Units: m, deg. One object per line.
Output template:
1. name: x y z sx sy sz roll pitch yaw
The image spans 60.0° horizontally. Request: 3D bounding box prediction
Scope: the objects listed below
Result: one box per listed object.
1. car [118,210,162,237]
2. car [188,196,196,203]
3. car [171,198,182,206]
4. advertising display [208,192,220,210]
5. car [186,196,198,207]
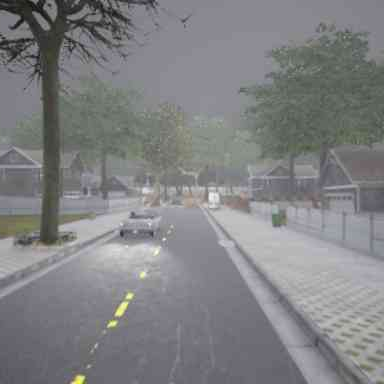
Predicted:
1. car: -2.845 1.716 18.977 1.895 1.301 4.718 0 0 0
2. car: 0.021 1.647 71.520 1.812 1.442 4.674 0 0 0
3. car: -2.755 1.814 60.835 2.033 1.411 5.357 0 0 1
4. advertising display: 3.006 1.254 45.064 1.540 2.440 0.280 -1 -1 0
5. car: 0.036 1.740 56.615 1.882 1.535 5.008 0 -1 0
